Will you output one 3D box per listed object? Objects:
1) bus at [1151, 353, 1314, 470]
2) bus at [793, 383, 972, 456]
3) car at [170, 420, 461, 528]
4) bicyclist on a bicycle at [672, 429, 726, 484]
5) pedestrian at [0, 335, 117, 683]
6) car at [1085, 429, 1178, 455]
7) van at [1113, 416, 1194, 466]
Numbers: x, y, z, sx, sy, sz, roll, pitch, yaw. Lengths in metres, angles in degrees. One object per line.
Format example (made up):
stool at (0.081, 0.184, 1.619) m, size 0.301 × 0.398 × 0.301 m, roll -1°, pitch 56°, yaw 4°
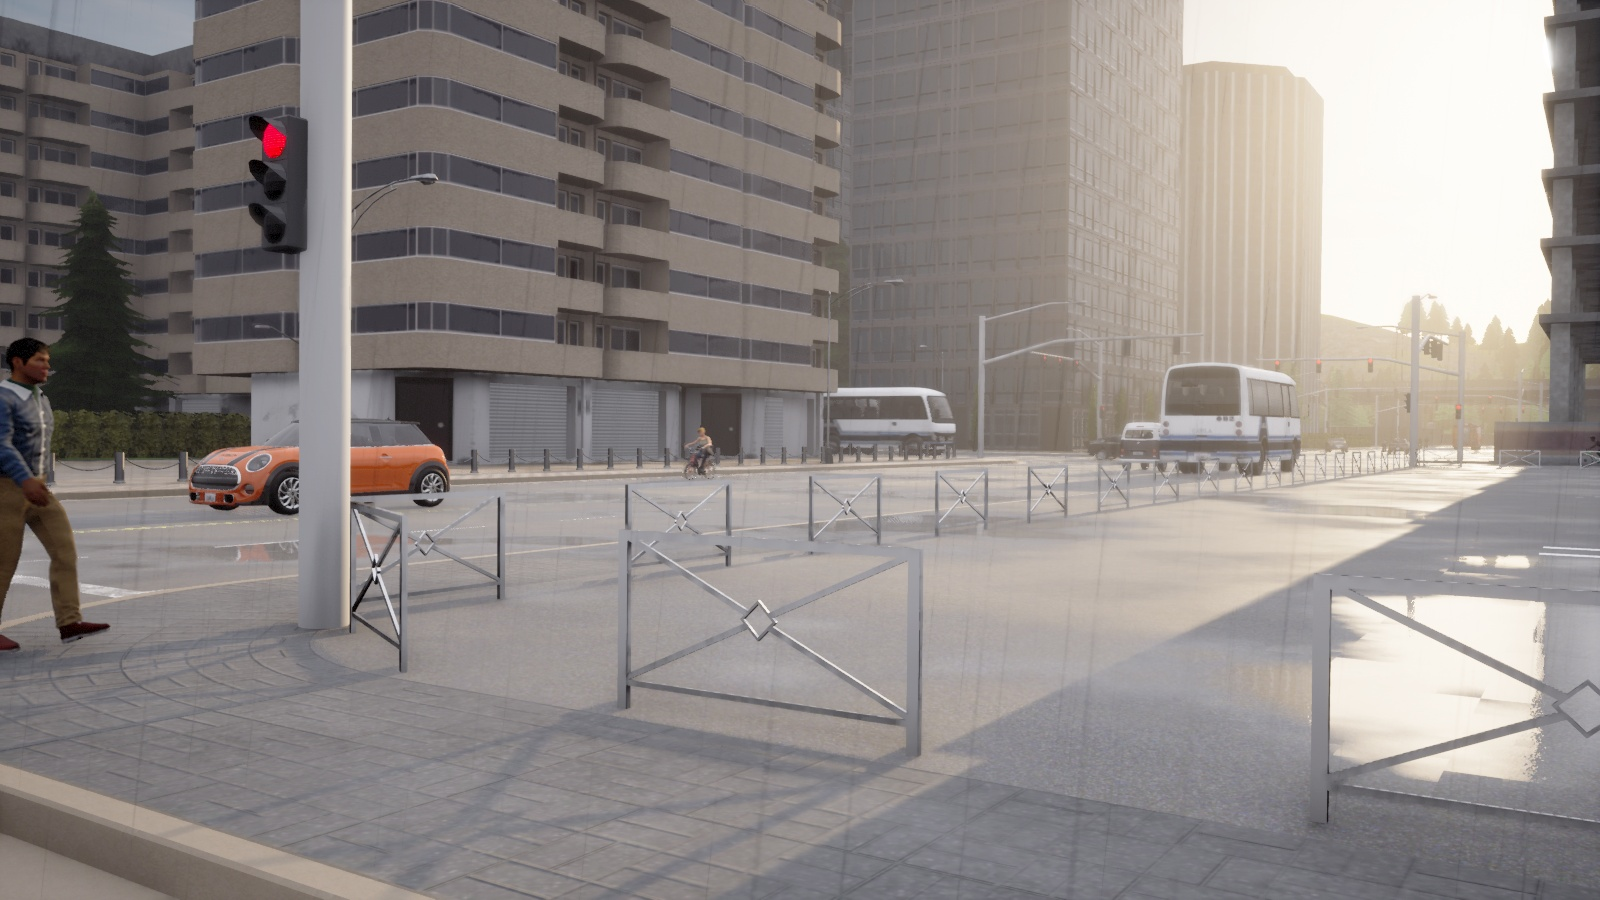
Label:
bus at (17.823, -1.504, 51.116) m, size 3.944 × 4.253 × 10.273 m, roll 0°, pitch 1°, yaw 33°
bus at (5.004, -1.799, 77.092) m, size 10.273 × 4.253 × 3.944 m, roll 0°, pitch 1°, yaw 32°
car at (-8.683, 0.356, 22.910) m, size 2.097 × 1.767 × 4.553 m, roll 0°, pitch 1°, yaw 33°
bicyclist on a bicycle at (-3.052, 0.175, 38.099) m, size 0.866 × 1.612 × 1.509 m, roll 0°, pitch 1°, yaw 33°
pedestrian at (-4.485, 0.331, 7.287) m, size 0.788 × 1.949 × 0.423 m, roll 0°, pitch 1°, yaw 8°
car at (19.108, -0.454, 72.440) m, size 4.892 × 1.490 × 1.837 m, roll 0°, pitch 1°, yaw 32°
van at (15.001, -0.407, 53.198) m, size 2.069 × 2.038 × 4.480 m, roll 0°, pitch 1°, yaw 33°
